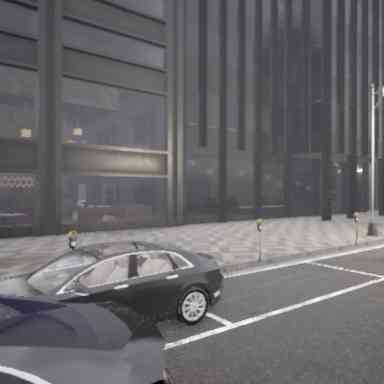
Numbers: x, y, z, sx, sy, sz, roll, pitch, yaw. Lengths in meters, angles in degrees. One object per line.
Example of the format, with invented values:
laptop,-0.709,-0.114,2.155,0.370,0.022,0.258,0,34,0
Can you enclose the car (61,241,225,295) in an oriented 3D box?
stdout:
car,-1.445,1.555,5.502,4.403,1.369,2.008,0,0,-36

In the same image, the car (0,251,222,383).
car,-2.365,1.488,1.664,4.902,1.511,2.128,0,0,-35
